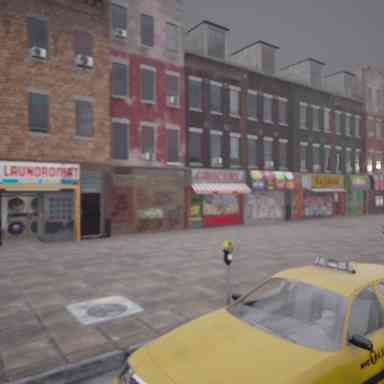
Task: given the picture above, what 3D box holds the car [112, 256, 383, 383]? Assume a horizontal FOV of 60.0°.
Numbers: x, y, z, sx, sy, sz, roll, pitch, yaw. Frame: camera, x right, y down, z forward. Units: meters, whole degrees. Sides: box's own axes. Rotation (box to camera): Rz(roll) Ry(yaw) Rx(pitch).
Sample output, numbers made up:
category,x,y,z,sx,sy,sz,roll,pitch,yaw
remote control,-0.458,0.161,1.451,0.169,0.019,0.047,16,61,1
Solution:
category,x,y,z,sx,sy,sz,roll,pitch,yaw
car,1.514,1.506,3.893,4.829,1.417,1.752,0,0,-36
